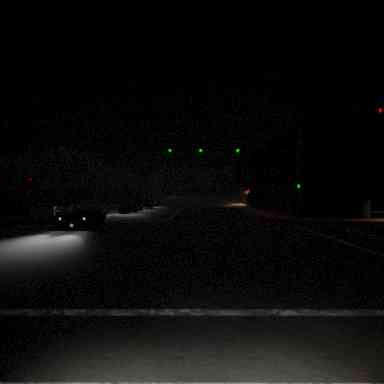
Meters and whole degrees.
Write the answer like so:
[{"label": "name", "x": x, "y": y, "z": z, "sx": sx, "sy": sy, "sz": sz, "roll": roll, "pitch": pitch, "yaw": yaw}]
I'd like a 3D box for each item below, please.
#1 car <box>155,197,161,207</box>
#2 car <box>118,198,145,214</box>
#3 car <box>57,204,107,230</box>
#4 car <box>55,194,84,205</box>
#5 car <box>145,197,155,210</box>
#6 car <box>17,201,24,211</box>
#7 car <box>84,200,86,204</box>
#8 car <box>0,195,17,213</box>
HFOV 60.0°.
[{"label": "car", "x": -6.518, "y": 1.667, "z": 56.826, "sx": 1.882, "sy": 1.535, "sz": 5.008, "roll": 0, "pitch": 1, "yaw": 2}, {"label": "car", "x": -7.053, "y": 1.604, "z": 38.175, "sx": 1.882, "sy": 1.535, "sz": 5.008, "roll": 0, "pitch": 0, "yaw": 1}, {"label": "car", "x": -7.108, "y": 1.673, "z": 21.847, "sx": 1.895, "sy": 1.301, "sz": 4.718, "roll": 0, "pitch": 0, "yaw": 0}, {"label": "car", "x": -21.258, "y": 1.346, "z": 57.190, "sx": 3.866, "sy": 1.878, "sz": 1.905, "roll": 0, "pitch": 0, "yaw": 0}, {"label": "car", "x": -6.743, "y": 1.621, "z": 46.271, "sx": 1.812, "sy": 1.442, "sz": 4.674, "roll": 0, "pitch": 0, "yaw": 2}, {"label": "car", "x": -21.292, "y": 1.281, "z": 37.567, "sx": 3.866, "sy": 1.878, "sz": 1.905, "roll": 0, "pitch": 0, "yaw": 0}, {"label": "car", "x": -21.237, "y": 1.595, "z": 60.085, "sx": 3.806, "sy": 1.475, "sz": 1.970, "roll": 0, "pitch": 0, "yaw": 0}, {"label": "car", "x": -21.357, "y": 1.269, "z": 34.673, "sx": 4.605, "sy": 1.855, "sz": 1.932, "roll": 0, "pitch": 0, "yaw": 0}]
